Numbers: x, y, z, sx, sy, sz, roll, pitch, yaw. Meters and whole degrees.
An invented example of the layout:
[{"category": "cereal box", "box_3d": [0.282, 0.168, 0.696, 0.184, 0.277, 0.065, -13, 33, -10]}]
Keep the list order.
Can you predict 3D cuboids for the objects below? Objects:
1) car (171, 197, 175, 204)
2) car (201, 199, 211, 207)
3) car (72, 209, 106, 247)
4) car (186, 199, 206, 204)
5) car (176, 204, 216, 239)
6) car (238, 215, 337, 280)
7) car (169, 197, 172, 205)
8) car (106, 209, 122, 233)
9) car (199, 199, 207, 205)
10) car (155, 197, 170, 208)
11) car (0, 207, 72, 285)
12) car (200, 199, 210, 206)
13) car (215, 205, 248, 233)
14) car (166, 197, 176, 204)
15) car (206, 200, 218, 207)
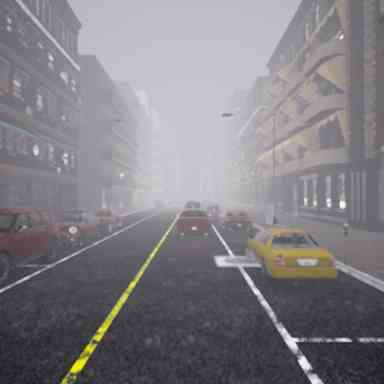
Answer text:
[{"category": "car", "box_3d": [-5.623, 2.330, 77.554, 1.887, 1.381, 4.507, 0, -1, 0]}, {"category": "car", "box_3d": [2.749, 2.200, 66.441, 1.752, 1.417, 4.829, 0, -1, 0]}, {"category": "car", "box_3d": [-5.676, 1.600, 15.559, 1.967, 1.590, 4.097, 0, -1, 0]}, {"category": "car", "box_3d": [0.131, 1.724, 36.452, 2.097, 1.767, 4.553, 0, -1, 0]}, {"category": "car", "box_3d": [0.115, 1.671, 18.818, 1.882, 1.535, 5.008, 0, -1, 0]}, {"category": "car", "box_3d": [2.700, 1.630, 10.082, 1.752, 1.417, 4.829, 0, -1, 0]}, {"category": "car", "box_3d": [-5.633, 2.223, 66.282, 2.008, 1.369, 4.403, 0, -1, 0]}, {"category": "car", "box_3d": [-5.671, 1.762, 21.195, 1.887, 1.381, 4.507, 0, -1, 0]}, {"category": "car", "box_3d": [2.762, 2.424, 83.178, 1.802, 1.307, 4.206, 0, -1, 0]}, {"category": "car", "box_3d": [-5.637, 2.166, 60.645, 2.008, 1.369, 4.403, 0, -1, 0]}, {"category": "car", "box_3d": [-5.680, 1.417, 9.925, 2.192, 1.841, 5.009, 0, -1, 0]}, {"category": "car", "box_3d": [2.753, 2.295, 71.906, 1.947, 1.339, 4.313, 0, -1, 0]}, {"category": "car", "box_3d": [2.709, 1.762, 21.183, 1.887, 1.381, 4.507, 0, -1, 0]}, {"category": "car", "box_3d": [-5.612, 2.213, 88.829, 2.192, 1.841, 5.009, 0, -1, 0]}, {"category": "car", "box_3d": [2.729, 1.997, 43.727, 2.008, 1.369, 4.403, 0, -1, 0]}]
